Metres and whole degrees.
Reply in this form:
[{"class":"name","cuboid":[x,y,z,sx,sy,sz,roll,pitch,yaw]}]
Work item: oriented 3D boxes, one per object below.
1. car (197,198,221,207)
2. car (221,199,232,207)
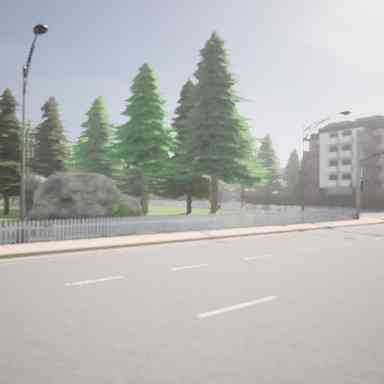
[{"class":"car","cuboid":[2.398,1.753,58.120,2.097,1.767,4.553,1,0,-33]},{"class":"car","cuboid":[5.335,1.948,60.022,1.837,1.490,4.892,1,-1,-33]}]
